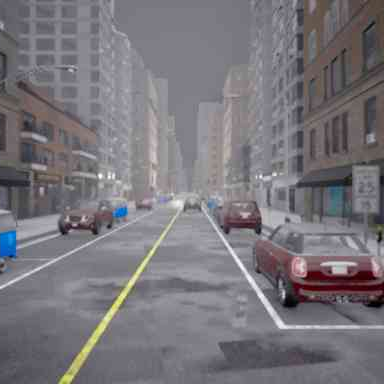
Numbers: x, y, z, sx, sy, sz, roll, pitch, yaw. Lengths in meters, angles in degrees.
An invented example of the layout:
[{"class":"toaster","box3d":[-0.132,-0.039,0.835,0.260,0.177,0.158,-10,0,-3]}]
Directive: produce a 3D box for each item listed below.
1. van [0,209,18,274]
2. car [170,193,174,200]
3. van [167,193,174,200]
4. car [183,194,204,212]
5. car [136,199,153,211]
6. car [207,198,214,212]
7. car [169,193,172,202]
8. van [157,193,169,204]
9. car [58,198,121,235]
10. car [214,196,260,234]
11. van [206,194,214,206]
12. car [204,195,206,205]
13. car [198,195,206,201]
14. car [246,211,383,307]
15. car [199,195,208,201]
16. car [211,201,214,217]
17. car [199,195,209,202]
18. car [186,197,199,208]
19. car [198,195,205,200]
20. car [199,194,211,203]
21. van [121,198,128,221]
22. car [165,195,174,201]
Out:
[{"class":"van","box3d":[-5.857,1.346,7.940,1.690,1.788,3.998,0,0,0]},{"class":"car","box3d":[-5.843,1.510,74.974,1.947,1.339,4.313,0,0,0]},{"class":"van","box3d":[-5.839,1.256,91.731,1.690,1.788,3.998,0,0,0]},{"class":"car","box3d":[0.056,1.344,38.933,2.097,1.767,4.553,0,0,0]},{"class":"car","box3d":[-5.849,1.537,41.457,1.887,1.381,4.507,0,0,0]},{"class":"car","box3d":[2.674,1.549,30.296,2.008,1.369,4.403,0,0,0]},{"class":"car","box3d":[-5.844,1.519,69.387,1.947,1.339,4.313,0,0,0]},{"class":"van","box3d":[-5.845,1.303,63.801,1.690,1.788,3.998,0,0,0]},{"class":"car","box3d":[-5.854,1.322,19.113,2.192,1.841,5.009,0,0,0]},{"class":"car","box3d":[2.671,1.317,19.126,2.192,1.841,5.009,0,0,0]},{"class":"van","box3d":[2.675,1.334,35.882,1.690,1.788,3.998,0,0,0]},{"class":"car","box3d":[3.154,1.479,50.779,1.837,1.490,4.892,0,0,0]},{"class":"car","box3d":[2.685,1.485,86.147,1.947,1.339,4.313,0,0,0]},{"class":"car","box3d":[2.669,1.440,7.956,1.967,1.590,4.097,0,0,0]},{"class":"car","box3d":[2.684,1.495,80.561,1.947,1.339,4.313,0,0,0]},{"class":"car","box3d":[2.673,1.567,24.710,1.947,1.339,4.313,0,0,0]},{"class":"car","box3d":[2.683,1.489,74.977,2.008,1.369,4.403,0,0,0]},{"class":"car","box3d":[0.009,1.505,48.972,1.812,1.442,4.674,0,0,0]},{"class":"car","box3d":[2.686,1.492,91.732,1.802,1.307,4.206,0,0,0]},{"class":"car","box3d":[2.682,1.263,69.391,2.192,1.841,5.009,0,0,0]},{"class":"van","box3d":[-5.853,1.348,24.698,1.690,1.788,3.998,0,0,0]},{"class":"car","box3d":[-5.840,1.469,86.145,1.887,1.381,4.507,0,0,0]}]
